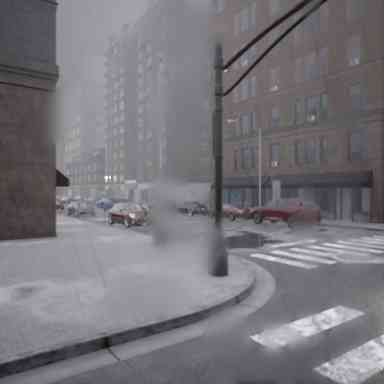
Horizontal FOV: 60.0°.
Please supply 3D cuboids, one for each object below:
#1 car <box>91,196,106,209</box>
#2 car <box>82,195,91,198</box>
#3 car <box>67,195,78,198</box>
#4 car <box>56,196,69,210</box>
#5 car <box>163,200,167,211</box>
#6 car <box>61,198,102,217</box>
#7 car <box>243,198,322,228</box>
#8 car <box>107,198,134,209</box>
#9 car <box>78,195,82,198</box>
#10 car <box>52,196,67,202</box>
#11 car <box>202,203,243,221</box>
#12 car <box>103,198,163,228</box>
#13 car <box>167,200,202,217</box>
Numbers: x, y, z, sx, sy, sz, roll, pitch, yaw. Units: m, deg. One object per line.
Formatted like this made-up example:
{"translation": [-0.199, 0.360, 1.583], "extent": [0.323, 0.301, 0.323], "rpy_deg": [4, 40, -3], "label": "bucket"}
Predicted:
{"translation": [-10.376, 1.444, 40.984], "extent": [1.882, 1.535, 5.008], "rpy_deg": [0, 0, -35], "label": "car"}
{"translation": [-15.813, 1.453, 54.027], "extent": [1.837, 1.490, 4.892], "rpy_deg": [0, 0, -35], "label": "car"}
{"translation": [-21.478, 1.469, 56.790], "extent": [1.812, 1.442, 4.674], "rpy_deg": [0, 0, -35], "label": "car"}
{"translation": [-16.679, 1.509, 39.927], "extent": [1.887, 1.381, 4.507], "rpy_deg": [0, 0, -35], "label": "car"}
{"translation": [-3.364, 1.525, 35.803], "extent": [2.008, 1.369, 4.403], "rpy_deg": [0, 0, -35], "label": "car"}
{"translation": [-10.327, 1.527, 30.884], "extent": [2.008, 1.369, 4.403], "rpy_deg": [0, 0, -35], "label": "car"}
{"translation": [6.161, 1.306, 22.242], "extent": [2.192, 1.841, 5.009], "rpy_deg": [0, 0, -35], "label": "car"}
{"translation": [-9.713, 1.528, 44.843], "extent": [1.947, 1.339, 4.313], "rpy_deg": [0, 0, -35], "label": "car"}
{"translation": [-19.846, 1.294, 59.712], "extent": [2.097, 1.767, 4.553], "rpy_deg": [0, 0, -35], "label": "car"}
{"translation": [-28.761, 1.473, 71.964], "extent": [2.008, 1.369, 4.403], "rpy_deg": [0, 0, -35], "label": "car"}
{"translation": [2.986, 1.568, 26.762], "extent": [1.802, 1.307, 4.206], "rpy_deg": [0, 0, -35], "label": "car"}
{"translation": [-3.976, 1.428, 21.841], "extent": [1.967, 1.590, 4.097], "rpy_deg": [0, 0, -35], "label": "car"}
{"translation": [-0.189, 1.546, 31.282], "extent": [1.947, 1.339, 4.313], "rpy_deg": [0, 0, -35], "label": "car"}
